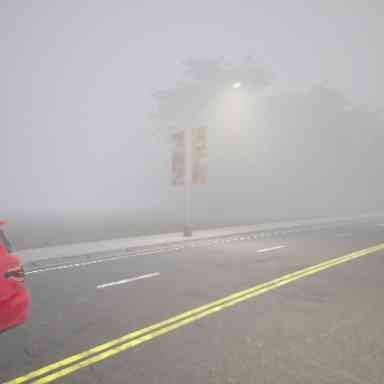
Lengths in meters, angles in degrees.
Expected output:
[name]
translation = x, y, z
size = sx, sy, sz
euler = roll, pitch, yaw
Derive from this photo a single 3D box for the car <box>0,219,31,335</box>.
[car]
translation = -4.758, 1.370, 3.540
size = 2.150, 2.045, 5.566
euler = -2, -1, 41
